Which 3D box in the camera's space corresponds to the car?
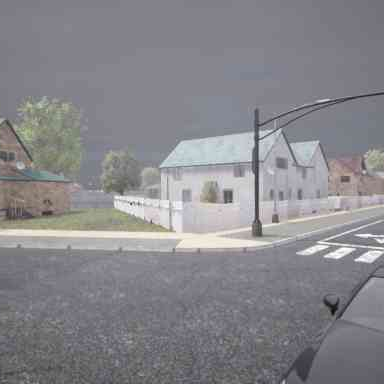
[{"bbox_3d":[2.551,1.524,3.451,1.812,1.442,4.674,0,0,42],"label":"car"}]
